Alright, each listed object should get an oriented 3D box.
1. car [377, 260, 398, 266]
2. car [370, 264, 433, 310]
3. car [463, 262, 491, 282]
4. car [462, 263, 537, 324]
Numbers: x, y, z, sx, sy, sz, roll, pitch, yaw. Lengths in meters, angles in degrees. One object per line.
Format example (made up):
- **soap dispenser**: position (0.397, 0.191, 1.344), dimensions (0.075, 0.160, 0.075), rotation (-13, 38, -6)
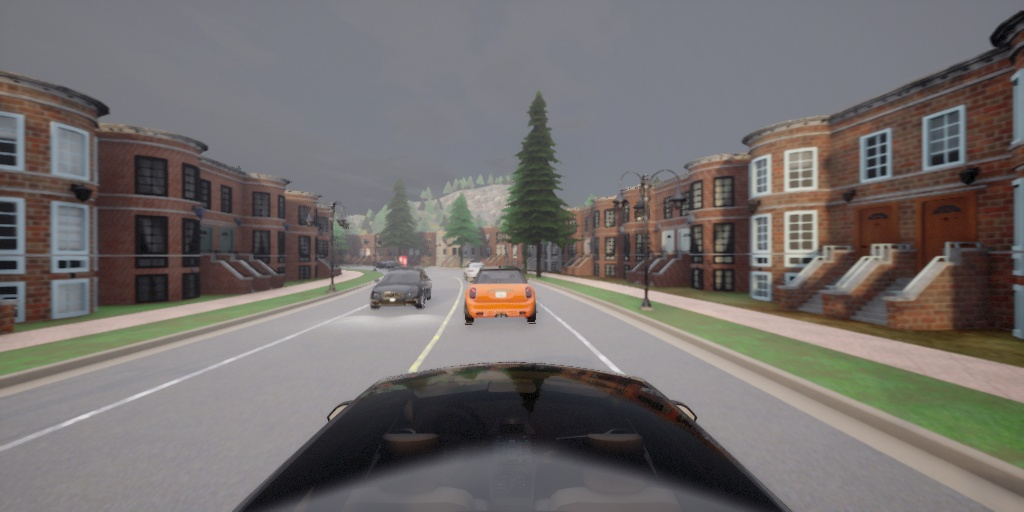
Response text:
- **car**: position (-18.427, 1.331, 53.697), dimensions (2.033, 1.411, 5.357), rotation (0, 0, -41)
- **car**: position (-4.402, 1.263, 14.821), dimensions (1.837, 1.490, 4.892), rotation (0, 0, -6)
- **car**: position (-2.967, 1.274, 29.652), dimensions (1.812, 1.442, 4.674), rotation (0, 0, -12)
- **car**: position (-0.466, 1.099, 12.150), dimensions (2.097, 1.767, 4.553), rotation (0, 0, -4)
